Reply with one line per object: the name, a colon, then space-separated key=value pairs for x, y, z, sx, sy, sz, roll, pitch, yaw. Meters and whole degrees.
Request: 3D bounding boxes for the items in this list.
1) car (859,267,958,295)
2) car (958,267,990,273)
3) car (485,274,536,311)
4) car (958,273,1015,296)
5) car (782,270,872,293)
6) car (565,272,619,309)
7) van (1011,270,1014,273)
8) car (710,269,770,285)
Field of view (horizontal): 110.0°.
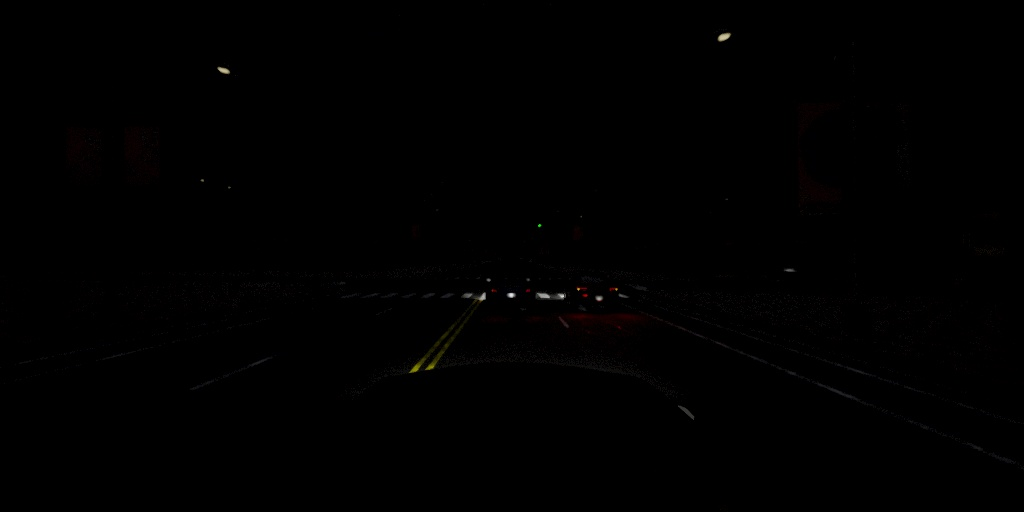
car: x=25.815 y=1.639 z=23.995 sx=5.009 sy=1.841 sz=2.192 roll=0 pitch=0 yaw=0
car: x=40.303 y=1.946 z=32.491 sx=5.009 sy=1.841 sz=2.192 roll=0 pitch=0 yaw=0
car: x=-0.148 y=1.448 z=15.411 sx=1.994 sy=1.385 sz=4.181 roll=0 pitch=0 yaw=-4
car: x=30.902 y=1.975 z=23.976 sx=4.207 sy=1.307 sz=1.802 roll=0 pitch=0 yaw=0
car: x=20.728 y=1.800 z=24.014 sx=4.507 sy=1.381 sz=1.888 roll=0 pitch=0 yaw=0
car: x=3.402 y=1.412 z=15.747 sx=1.812 sy=1.442 sz=4.674 roll=0 pitch=0 yaw=3
van: x=35.989 y=1.802 z=23.957 sx=3.998 sy=1.789 sz=1.690 roll=0 pitch=0 yaw=0
car: x=20.589 y=1.892 z=32.542 sx=4.829 sy=1.417 sz=1.751 roll=0 pitch=0 yaw=0
